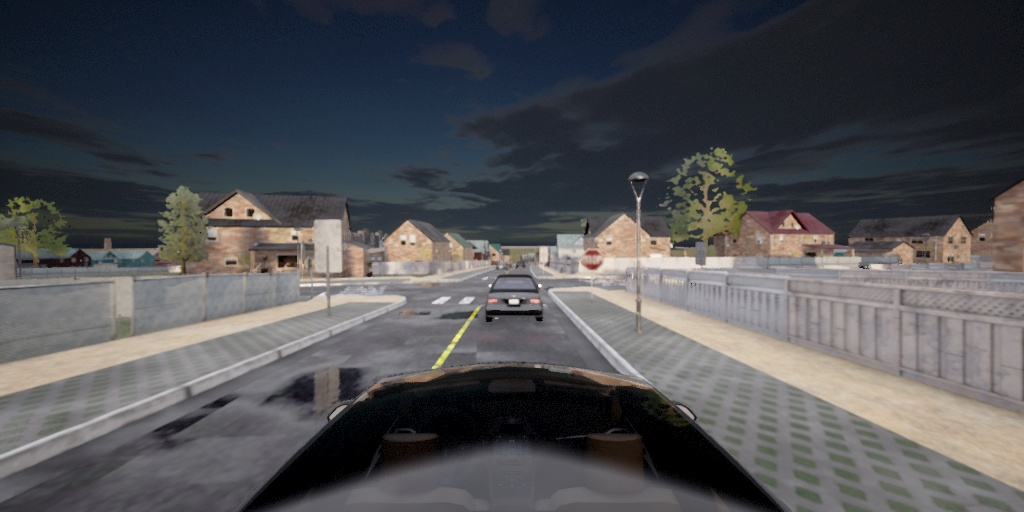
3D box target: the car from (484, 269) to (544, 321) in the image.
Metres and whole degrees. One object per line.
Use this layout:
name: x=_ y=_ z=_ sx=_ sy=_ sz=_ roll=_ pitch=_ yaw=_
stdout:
car: x=0.096 y=1.336 z=12.561 sx=2.033 sy=1.411 sz=5.357 roll=0 pitch=0 yaw=1

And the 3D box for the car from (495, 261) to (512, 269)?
car: x=-1.665 y=1.614 z=58.972 sx=2.128 sy=1.511 sz=4.902 roll=0 pitch=-1 yaw=3

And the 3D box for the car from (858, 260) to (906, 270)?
car: x=40.538 y=1.154 z=39.289 sx=4.718 sy=1.301 sz=1.895 roll=0 pitch=2 yaw=-16
